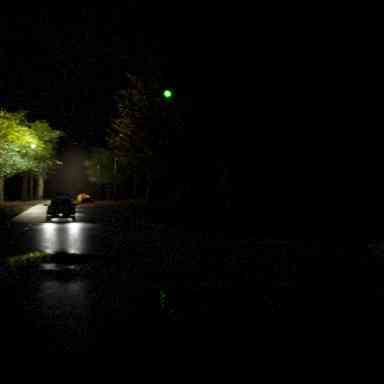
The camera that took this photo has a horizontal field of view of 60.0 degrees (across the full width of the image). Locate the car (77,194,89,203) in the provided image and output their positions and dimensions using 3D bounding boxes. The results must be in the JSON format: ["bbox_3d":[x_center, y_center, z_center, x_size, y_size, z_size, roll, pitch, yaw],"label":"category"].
[{"bbox_3d":[-20.558,1.168,62.849,1.882,1.535,5.008,1,-1,-21],"label":"car"}]

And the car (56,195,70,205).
[{"bbox_3d":[-19.398,1.151,50.084,1.895,1.301,4.718,1,-1,-21],"label":"car"}]

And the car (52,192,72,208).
[{"bbox_3d":[-15.772,0.917,40.506,2.097,1.767,4.553,1,0,-21],"label":"car"}]

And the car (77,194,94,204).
[{"bbox_3d":[-16.920,1.226,53.436,1.895,1.301,4.718,1,-1,-21],"label":"car"}]

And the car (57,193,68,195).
[{"bbox_3d":[-12.570,1.149,32.169,1.812,1.442,4.674,1,0,-21],"label":"car"}]

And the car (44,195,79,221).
[{"bbox_3d":[-9.335,1.201,23.774,1.837,1.490,4.892,1,0,-21],"label":"car"}]
